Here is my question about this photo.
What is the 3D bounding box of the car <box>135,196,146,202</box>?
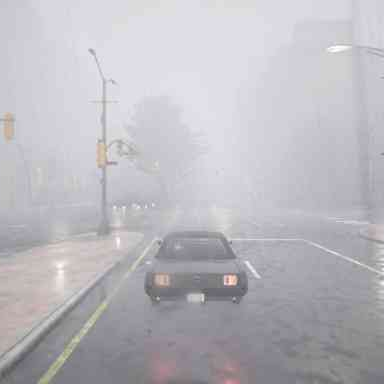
[{"bbox_3d":[-11.500,1.548,74.403,1.994,1.385,4.181,0,0,0],"label":"car"}]

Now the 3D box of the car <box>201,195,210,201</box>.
[{"bbox_3d":[3.500,1.590,85.728,1.895,1.301,4.718,0,0,0],"label":"car"}]

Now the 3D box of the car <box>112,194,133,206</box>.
[{"bbox_3d":[-11.588,1.522,55.107,1.812,1.442,4.674,0,0,0],"label":"car"}]

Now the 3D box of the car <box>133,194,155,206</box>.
[{"bbox_3d":[-8.088,1.544,56.506,2.033,1.411,5.357,0,0,0],"label":"car"}]

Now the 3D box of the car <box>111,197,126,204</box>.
[{"bbox_3d":[-14.749,1.591,66.814,1.895,1.301,4.718,0,0,0],"label":"car"}]

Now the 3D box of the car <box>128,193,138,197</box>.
[{"bbox_3d":[-11.537,1.218,64.520,2.150,2.045,5.566,0,0,1],"label":"car"}]

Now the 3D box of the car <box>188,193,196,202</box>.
[{"bbox_3d":[0.052,1.539,72.590,2.033,1.411,5.357,0,0,0],"label":"car"}]

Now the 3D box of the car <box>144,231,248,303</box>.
[{"bbox_3d":[0.075,1.600,8.160,1.895,1.301,4.718,0,0,0],"label":"car"}]

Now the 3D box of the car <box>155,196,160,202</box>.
[{"bbox_3d":[-8.029,1.560,65.742,1.994,1.385,4.181,0,0,1],"label":"car"}]

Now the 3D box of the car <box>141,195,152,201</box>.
[{"bbox_3d":[-11.500,1.520,84.637,2.128,1.511,4.902,0,0,0],"label":"car"}]
